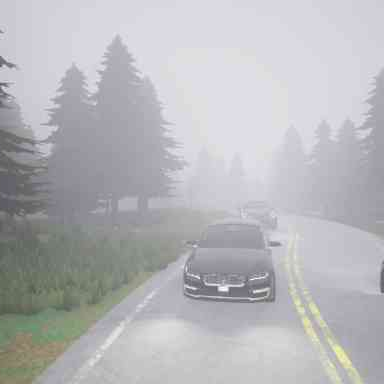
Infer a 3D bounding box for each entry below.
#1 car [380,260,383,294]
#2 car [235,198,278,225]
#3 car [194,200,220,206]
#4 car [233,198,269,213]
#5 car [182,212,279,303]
[{"bbox_3d":[4.493,1.308,4.641,2.097,1.767,4.553,-1,0,8],"label":"car"},{"bbox_3d":[3.872,1.270,20.363,2.097,1.767,4.553,-1,0,5],"label":"car"},{"bbox_3d":[1.910,1.799,44.858,1.812,1.442,4.674,3,-5,-35],"label":"car"},{"bbox_3d":[6.195,1.410,35.733,1.837,1.490,4.892,2,-1,-16],"label":"car"},{"bbox_3d":[1.089,1.496,8.410,1.837,1.490,4.892,-1,0,12],"label":"car"}]
